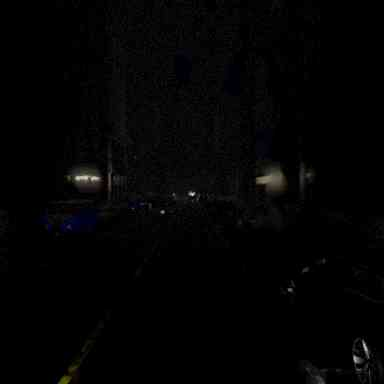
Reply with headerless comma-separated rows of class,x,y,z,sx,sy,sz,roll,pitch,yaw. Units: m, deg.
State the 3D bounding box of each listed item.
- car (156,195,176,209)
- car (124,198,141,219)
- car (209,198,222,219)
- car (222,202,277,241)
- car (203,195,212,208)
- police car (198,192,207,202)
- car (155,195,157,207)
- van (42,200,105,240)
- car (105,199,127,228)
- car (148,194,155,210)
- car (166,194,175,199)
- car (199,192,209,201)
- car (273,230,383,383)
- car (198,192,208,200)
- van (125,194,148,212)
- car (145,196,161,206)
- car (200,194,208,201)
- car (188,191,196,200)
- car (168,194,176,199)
car,-3.093,1.395,42.867,1.994,1.385,4.181,0,0,0
car,-5.769,1.439,27.466,2.008,1.369,4.403,0,0,0
car,2.756,1.454,27.474,1.947,1.339,4.313,0,0,0
car,2.757,1.373,16.201,1.967,1.590,4.097,0,0,0
car,2.754,1.408,44.384,1.802,1.307,4.206,0,0,0
police car,2.357,1.166,68.291,1.930,1.638,5.238,0,0,0
car,-5.772,1.141,44.376,2.192,1.841,5.009,0,0,0
van,-5.768,1.274,16.193,1.690,1.788,3.998,0,0,0
car,-5.768,1.436,21.660,1.752,1.417,4.829,0,0,0
car,-5.771,1.287,38.739,1.967,1.590,4.097,0,0,0
car,-5.777,1.244,89.469,1.947,1.339,4.313,0,0,0
car,2.748,1.026,78.200,2.192,1.841,5.009,0,0,0
car,2.760,1.545,4.930,1.947,1.339,4.313,0,0,0
car,2.747,1.009,83.836,2.192,1.841,5.009,0,0,0
van,-5.770,1.209,33.102,1.690,1.788,3.998,0,0,0
car,-5.772,1.371,50.013,1.947,1.339,4.313,0,0,0
car,2.753,1.366,55.656,1.802,1.307,4.206,0,0,0
car,-0.011,1.187,86.222,2.128,1.511,4.902,0,0,0
car,-5.778,1.230,95.106,1.947,1.339,4.313,0,0,0
